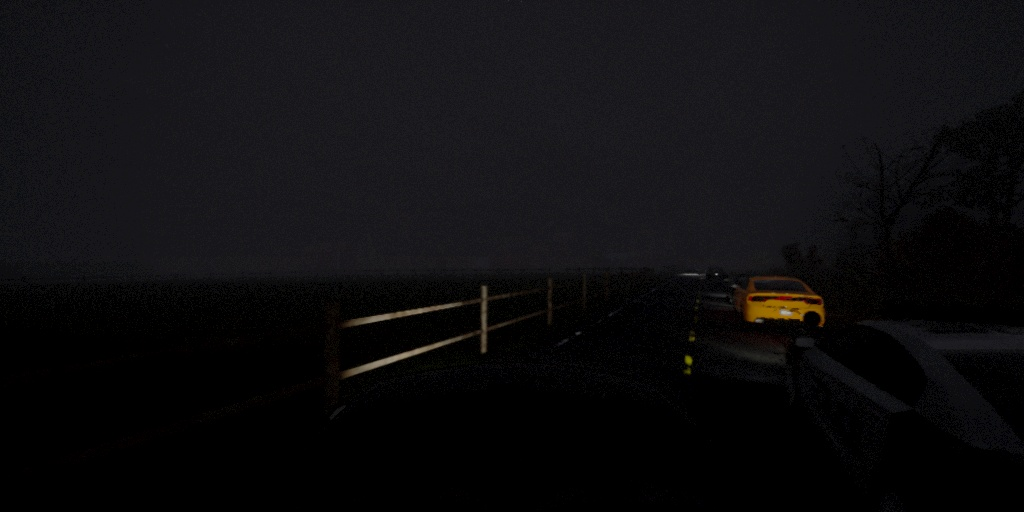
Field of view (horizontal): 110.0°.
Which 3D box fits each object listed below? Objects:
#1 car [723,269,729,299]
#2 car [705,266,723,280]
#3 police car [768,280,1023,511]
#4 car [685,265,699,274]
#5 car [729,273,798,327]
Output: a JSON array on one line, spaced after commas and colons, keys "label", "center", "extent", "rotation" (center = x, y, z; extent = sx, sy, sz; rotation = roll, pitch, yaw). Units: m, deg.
[{"label": "car", "center": [11.281, 1.510, 17.007], "extent": [1.812, 1.442, 4.674], "rotation": [0, -1, 28]}, {"label": "car", "center": [21.799, 1.872, 38.293], "extent": [1.994, 1.385, 4.181], "rotation": [0, -1, 29]}, {"label": "police car", "center": [3.782, 1.207, 3.000], "extent": [1.930, 1.638, 5.238], "rotation": [0, -1, 28]}, {"label": "car", "center": [28.773, 2.167, 57.265], "extent": [1.994, 1.385, 4.181], "rotation": [0, -1, 28]}, {"label": "car", "center": [8.449, 1.385, 11.718], "extent": [1.882, 1.535, 5.008], "rotation": [0, -1, 28]}]
